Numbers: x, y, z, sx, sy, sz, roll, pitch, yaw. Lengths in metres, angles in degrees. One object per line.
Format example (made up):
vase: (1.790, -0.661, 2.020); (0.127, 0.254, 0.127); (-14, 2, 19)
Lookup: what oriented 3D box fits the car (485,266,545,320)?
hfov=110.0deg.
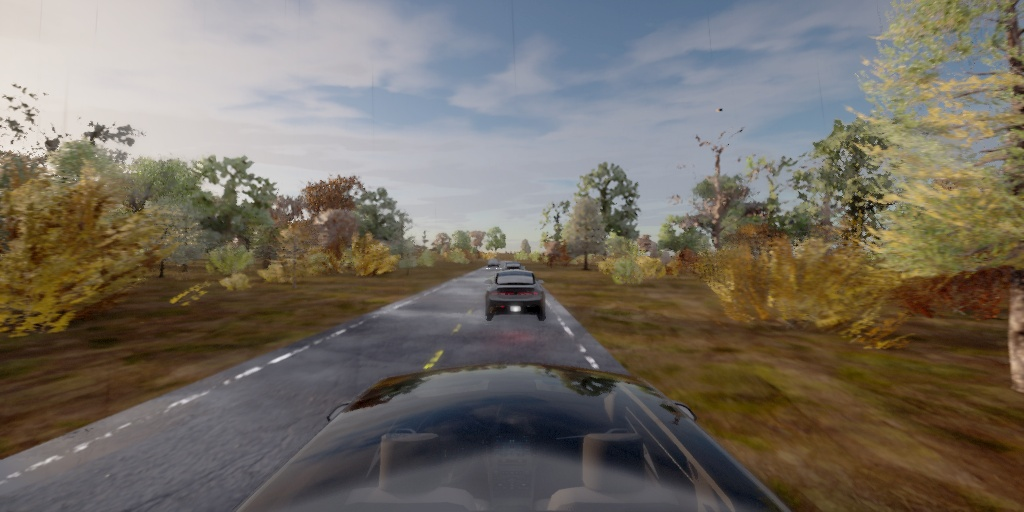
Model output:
car: (0.101, 1.251, 12.577); (1.837, 1.490, 4.892); (0, 0, 0)

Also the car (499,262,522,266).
car: (0.102, 1.248, 30.674); (1.837, 1.490, 4.892); (0, 0, 0)

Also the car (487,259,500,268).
car: (-3.041, 1.244, 59.695); (1.837, 1.490, 4.892); (0, 0, 1)
